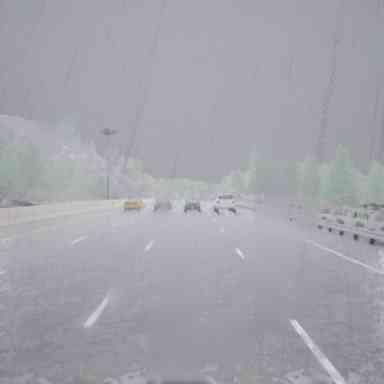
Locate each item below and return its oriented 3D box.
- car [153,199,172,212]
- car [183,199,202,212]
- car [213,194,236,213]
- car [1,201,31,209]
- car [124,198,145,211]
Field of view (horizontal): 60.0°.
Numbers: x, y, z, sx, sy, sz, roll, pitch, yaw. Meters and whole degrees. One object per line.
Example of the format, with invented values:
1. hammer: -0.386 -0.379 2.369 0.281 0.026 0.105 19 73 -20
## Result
1. car: -3.430 1.561 39.913 1.812 1.442 4.674 0 -1 0
2. car: 0.070 1.557 39.610 1.812 1.442 4.674 0 -1 0
3. car: 3.585 1.234 37.514 2.150 2.045 5.566 0 0 0
4. car: -17.605 1.478 32.972 2.128 1.511 4.902 0 0 0
5. car: -6.916 1.516 40.249 1.882 1.535 5.008 0 -1 0
